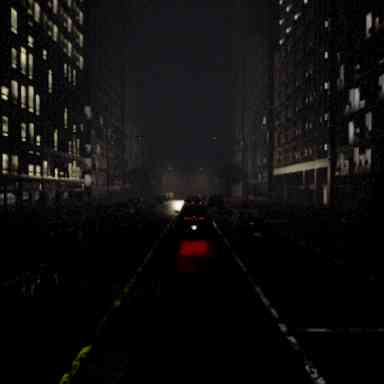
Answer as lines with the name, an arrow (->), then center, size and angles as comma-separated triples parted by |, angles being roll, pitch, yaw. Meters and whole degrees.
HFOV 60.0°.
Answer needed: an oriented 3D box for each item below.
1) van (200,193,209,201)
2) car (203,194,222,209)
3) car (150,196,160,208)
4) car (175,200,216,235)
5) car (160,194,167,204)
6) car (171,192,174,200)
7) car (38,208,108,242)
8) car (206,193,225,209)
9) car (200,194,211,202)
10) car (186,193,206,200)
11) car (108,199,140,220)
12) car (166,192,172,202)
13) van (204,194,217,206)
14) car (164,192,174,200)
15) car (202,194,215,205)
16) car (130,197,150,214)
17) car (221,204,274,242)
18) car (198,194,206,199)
van -> 2.710, 1.069, 72.649 | 1.690, 1.788, 3.998 | -1, 0, 0
car -> 2.699, 1.151, 44.232 | 2.192, 1.841, 5.009 | -1, 0, 0
car -> -5.680, 1.362, 44.066 | 1.752, 1.417, 4.829 | -1, 0, 0
car -> 0.109, 1.437, 18.384 | 1.837, 1.490, 4.892 | 0, 0, 0
car -> -5.675, 1.359, 55.603 | 1.947, 1.339, 4.313 | -1, 0, 0
car -> -5.667, 1.145, 78.337 | 1.967, 1.590, 4.097 | -1, 0, 0
car -> -5.691, 1.492, 15.817 | 2.008, 1.369, 4.403 | -1, 0, 0
car -> 2.696, 1.173, 38.548 | 2.192, 1.841, 5.009 | -1, 0, 0
car -> 2.709, 1.190, 66.966 | 1.967, 1.590, 4.097 | -1, 0, 0
car -> 0.116, 1.218, 36.264 | 2.097, 1.767, 4.553 | 0, 0, 0
car -> -5.686, 1.481, 27.185 | 1.802, 1.307, 4.206 | -1, 0, 0
car -> -5.670, 1.300, 66.970 | 2.008, 1.369, 4.403 | -1, 0, 0
van -> 2.701, 1.156, 49.915 | 1.690, 1.788, 3.998 | -1, 0, 0
car -> -5.666, 0.998, 84.020 | 2.192, 1.841, 5.009 | -1, 0, 0
car -> 2.705, 1.234, 55.599 | 1.967, 1.590, 4.097 | -1, 0, 0
car -> -5.685, 1.318, 32.868 | 1.967, 1.590, 4.097 | -1, 0, 0
car -> 2.690, 1.493, 15.814 | 2.008, 1.369, 4.403 | -1, 0, 0
car -> 2.719, 1.212, 89.701 | 2.008, 1.369, 4.403 | -1, 0, 0
